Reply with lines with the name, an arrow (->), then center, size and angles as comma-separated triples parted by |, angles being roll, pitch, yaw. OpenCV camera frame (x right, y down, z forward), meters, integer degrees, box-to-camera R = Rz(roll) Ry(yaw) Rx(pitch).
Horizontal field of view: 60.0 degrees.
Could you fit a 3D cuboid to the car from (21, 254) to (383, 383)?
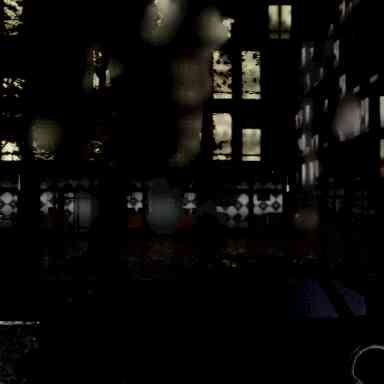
car -> 0.708, 1.627, 4.572 | 5.357, 1.411, 2.033 | 0, -1, 0
